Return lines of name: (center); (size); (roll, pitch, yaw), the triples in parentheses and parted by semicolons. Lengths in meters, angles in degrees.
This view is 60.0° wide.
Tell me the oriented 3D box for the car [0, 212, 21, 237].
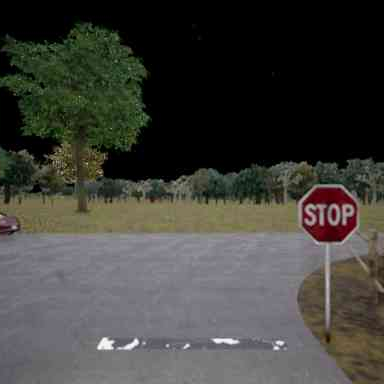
car: (-10.919, 1.557, 16.466); (4.674, 1.442, 1.812); (0, -2, 8)
